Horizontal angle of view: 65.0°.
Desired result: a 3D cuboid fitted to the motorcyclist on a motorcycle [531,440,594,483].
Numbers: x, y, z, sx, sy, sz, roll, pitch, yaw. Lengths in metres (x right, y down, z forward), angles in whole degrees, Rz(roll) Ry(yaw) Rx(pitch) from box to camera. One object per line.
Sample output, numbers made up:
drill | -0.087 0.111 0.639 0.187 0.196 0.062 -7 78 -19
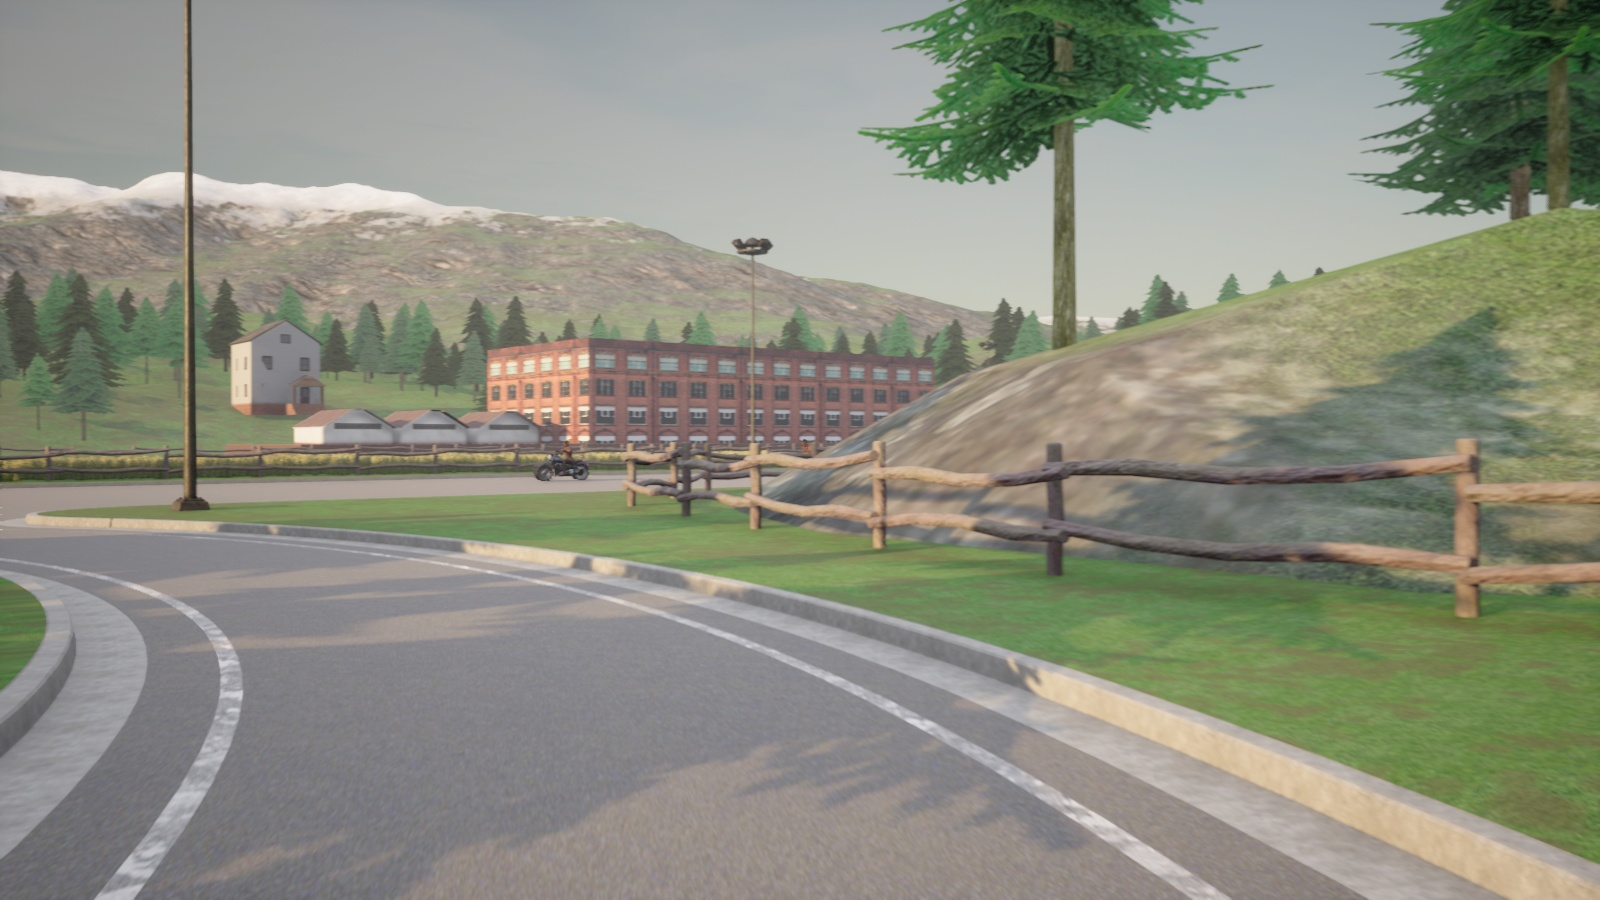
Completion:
motorcyclist on a motorcycle | -9.292 0.426 49.193 2.350 1.649 0.766 -1 1 -40
